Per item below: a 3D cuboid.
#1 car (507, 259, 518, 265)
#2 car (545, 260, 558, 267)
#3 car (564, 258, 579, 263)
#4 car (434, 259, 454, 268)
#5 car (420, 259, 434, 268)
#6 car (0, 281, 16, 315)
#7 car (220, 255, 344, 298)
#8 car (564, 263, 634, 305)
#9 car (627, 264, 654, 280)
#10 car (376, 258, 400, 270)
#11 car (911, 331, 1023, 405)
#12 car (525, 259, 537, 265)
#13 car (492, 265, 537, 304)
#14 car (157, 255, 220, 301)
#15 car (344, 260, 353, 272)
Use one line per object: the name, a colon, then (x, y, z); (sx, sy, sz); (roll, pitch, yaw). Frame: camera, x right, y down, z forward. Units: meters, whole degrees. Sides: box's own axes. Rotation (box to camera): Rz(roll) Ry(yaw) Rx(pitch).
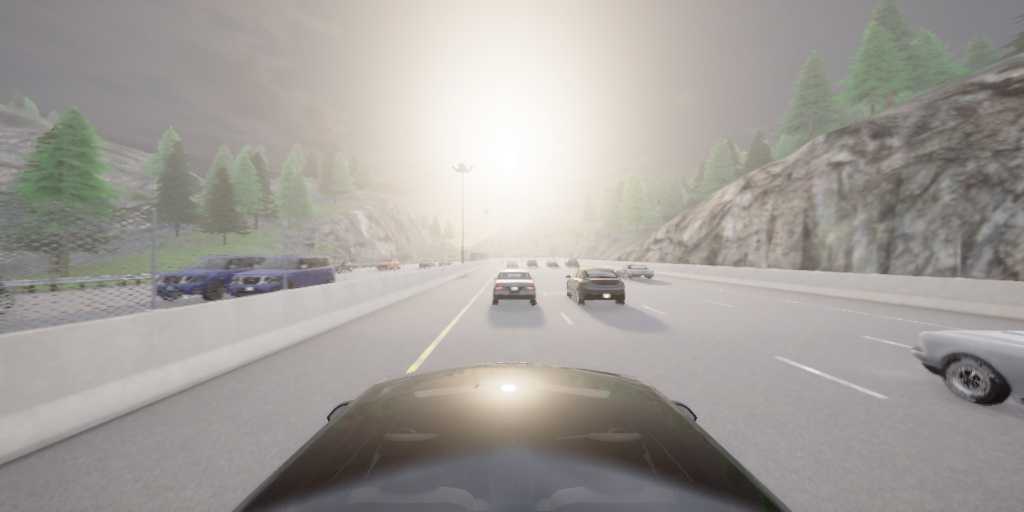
car: (0.042, 1.281, 64.887); (1.812, 1.442, 4.674); (0, 0, 0)
car: (7.051, 1.358, 63.947); (1.895, 1.301, 4.718); (0, 0, 0)
car: (10.551, 1.110, 63.881); (2.097, 1.767, 4.553); (0, 0, 0)
car: (-10.575, 1.249, 58.067); (2.128, 1.511, 4.902); (0, 0, 0)
car: (-14.075, 1.249, 59.845); (1.837, 1.490, 4.892); (0, 0, 1)
car: (-17.602, 1.099, 9.900); (2.097, 1.767, 4.553); (0, 0, 0)
car: (-10.608, 0.971, 17.238); (2.150, 2.045, 5.566); (0, 0, 0)
car: (3.590, 1.257, 16.023); (1.837, 1.490, 4.892); (0, 0, 0)
car: (10.574, 1.356, 31.203); (1.895, 1.301, 4.718); (0, 0, 0)
car: (-17.590, 1.102, 51.147); (2.097, 1.767, 4.553); (0, 0, 1)
car: (7.119, 1.353, 3.361); (1.895, 1.301, 4.718); (0, 0, 0)
car: (3.548, 1.261, 64.772); (1.837, 1.490, 4.892); (0, 0, 0)
car: (0.090, 1.299, 16.255); (2.033, 1.411, 5.357); (0, 0, 0)
car: (-14.105, 0.969, 17.568); (2.150, 2.045, 5.566); (0, 0, 0)
car: (-21.098, 1.254, 43.622); (1.837, 1.490, 4.892); (0, 0, 0)
